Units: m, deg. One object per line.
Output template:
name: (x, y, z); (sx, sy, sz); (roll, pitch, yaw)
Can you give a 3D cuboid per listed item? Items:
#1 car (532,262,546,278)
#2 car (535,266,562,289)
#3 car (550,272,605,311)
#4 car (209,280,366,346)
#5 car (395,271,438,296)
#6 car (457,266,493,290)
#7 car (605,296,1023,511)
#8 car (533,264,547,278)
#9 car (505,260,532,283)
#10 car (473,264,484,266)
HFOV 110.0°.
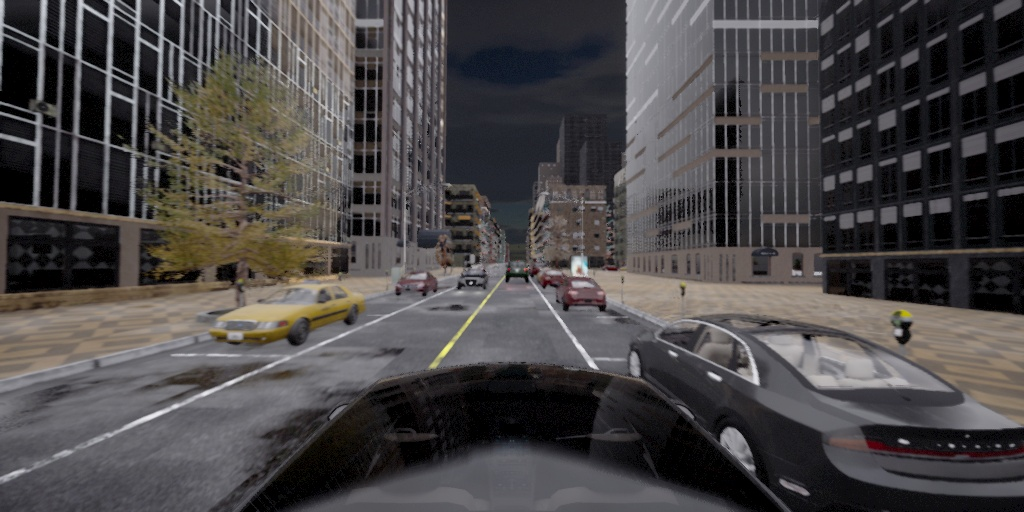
car: (3.222, 1.651, 43.124); (2.192, 1.841, 5.009); (0, 0, 1)
car: (2.993, 1.652, 26.449); (1.888, 1.381, 4.507); (0, 0, 1)
car: (2.840, 1.536, 15.332); (1.802, 1.307, 4.207); (0, 0, 1)
car: (-5.618, 1.350, 9.720); (1.751, 1.417, 4.829); (0, 0, 1)
car: (-5.463, 1.559, 21.007); (1.802, 1.307, 4.207); (0, 0, 1)
car: (-2.703, 1.633, 25.833); (1.994, 1.385, 4.181); (0, -1, 1)
car: (2.688, 1.352, 4.215); (2.007, 1.370, 4.403); (0, 0, 1)
car: (3.072, 1.708, 32.177); (1.751, 1.417, 4.829); (0, 0, 1)
car: (0.486, 1.417, 34.115); (2.150, 2.045, 5.566); (0, -1, 1)
car: (-5.083, 1.885, 48.630); (1.751, 1.417, 4.829); (0, 0, 1)
